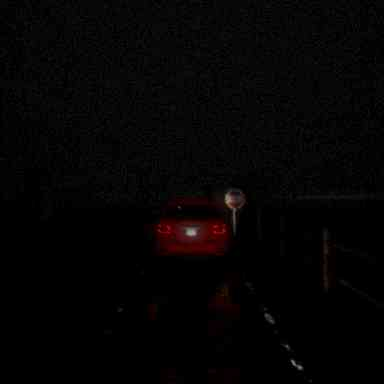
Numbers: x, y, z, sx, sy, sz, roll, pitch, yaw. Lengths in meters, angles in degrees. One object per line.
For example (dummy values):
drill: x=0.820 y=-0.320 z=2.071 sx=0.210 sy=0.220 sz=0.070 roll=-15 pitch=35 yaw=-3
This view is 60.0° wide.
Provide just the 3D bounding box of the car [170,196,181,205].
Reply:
car: x=-3.034 y=1.563 z=61.541 sx=1.837 sy=1.490 sz=4.892 roll=0 pitch=0 yaw=-1

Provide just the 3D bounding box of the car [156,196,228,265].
car: x=0.075 y=1.224 z=11.847 sx=2.150 sy=2.045 sz=5.566 roll=0 pitch=0 yaw=2
